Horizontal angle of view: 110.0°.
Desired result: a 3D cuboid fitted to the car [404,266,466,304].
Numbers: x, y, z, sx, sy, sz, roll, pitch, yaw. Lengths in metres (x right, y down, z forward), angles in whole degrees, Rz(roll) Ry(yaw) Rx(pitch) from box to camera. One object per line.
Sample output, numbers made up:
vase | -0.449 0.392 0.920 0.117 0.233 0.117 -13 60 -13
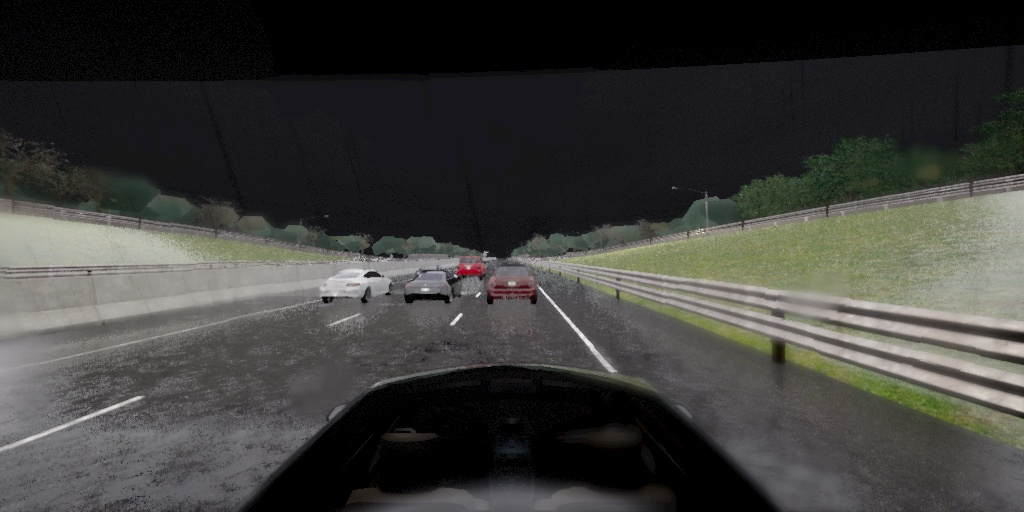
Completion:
car | -3.500 1.335 16.503 1.994 1.385 4.181 0 0 0

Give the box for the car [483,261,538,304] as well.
car | 0.000 1.129 16.474 2.097 1.767 4.553 0 0 0

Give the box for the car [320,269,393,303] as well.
car | -7.000 1.296 16.503 1.812 1.442 4.674 0 0 0

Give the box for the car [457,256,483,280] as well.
car | -3.500 1.054 31.538 2.150 2.045 5.566 0 0 0
